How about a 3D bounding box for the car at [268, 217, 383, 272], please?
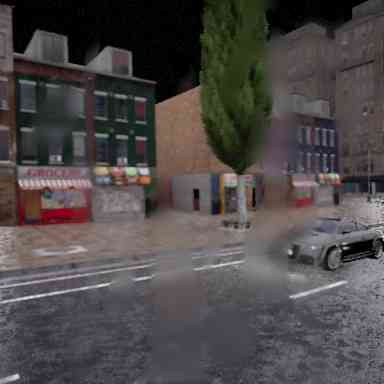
[{"bbox_3d":[4.421,1.547,10.836,4.181,1.385,1.994,0,0,-36],"label":"car"}]
